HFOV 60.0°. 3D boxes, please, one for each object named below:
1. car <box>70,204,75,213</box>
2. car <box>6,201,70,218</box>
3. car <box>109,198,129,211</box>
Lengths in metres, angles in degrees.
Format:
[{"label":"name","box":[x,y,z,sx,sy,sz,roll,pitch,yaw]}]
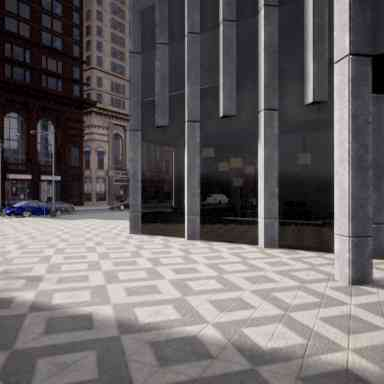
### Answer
[{"label":"car","box":[-14.589,1.631,35.167,1.994,1.385,4.181,0,0,36]},{"label":"car","box":[-14.139,1.528,30.282,1.882,1.535,5.008,0,0,36]},{"label":"car","box":[-8.632,1.601,43.496,1.837,1.490,4.892,0,0,36]}]
